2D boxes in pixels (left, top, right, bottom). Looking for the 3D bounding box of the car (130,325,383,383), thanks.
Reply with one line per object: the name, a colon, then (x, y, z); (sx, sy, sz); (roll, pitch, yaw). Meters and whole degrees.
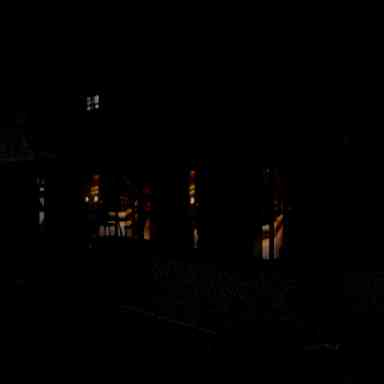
car: (1.428, 1.551, 1.855); (4.403, 1.369, 2.008); (0, 0, 36)
